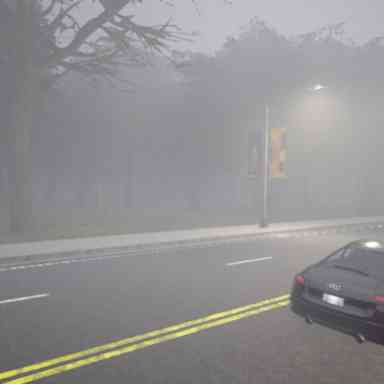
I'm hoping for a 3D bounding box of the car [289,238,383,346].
[{"bbox_3d":[3.726,1.572,6.100,4.181,1.385,1.994,0,0,-36],"label":"car"}]
